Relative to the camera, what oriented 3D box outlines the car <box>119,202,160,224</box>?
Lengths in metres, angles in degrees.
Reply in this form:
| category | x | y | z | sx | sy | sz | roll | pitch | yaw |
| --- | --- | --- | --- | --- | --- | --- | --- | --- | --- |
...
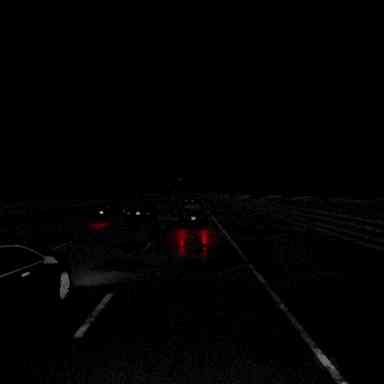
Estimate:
| category | x | y | z | sx | sy | sz | roll | pitch | yaw |
| --- | --- | --- | --- | --- | --- | --- | --- | --- | --- |
| car | -3.419 | 1.405 | 23.582 | 2.033 | 1.411 | 5.357 | 0 | 0 | 0 |

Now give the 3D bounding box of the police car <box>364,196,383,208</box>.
| category | x | y | z | sx | sy | sz | roll | pitch | yaw |
| --- | --- | --- | --- | --- | --- | --- | --- | --- | --- |
| police car | 25.515 | 1.361 | 44.534 | 1.930 | 1.638 | 5.238 | 0 | 0 | -22 |

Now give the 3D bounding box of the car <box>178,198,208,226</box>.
| category | x | y | z | sx | sy | sz | roll | pitch | yaw |
| --- | --- | --- | --- | --- | --- | --- | --- | --- | --- |
| car | 0.079 | 1.391 | 22.235 | 1.812 | 1.442 | 4.674 | 0 | 0 | 0 |

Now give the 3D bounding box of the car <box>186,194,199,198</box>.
| category | x | y | z | sx | sy | sz | roll | pitch | yaw |
| --- | --- | --- | --- | --- | --- | --- | --- | --- | --- |
| car | 0.063 | 1.126 | 41.213 | 2.097 | 1.767 | 4.553 | 0 | 0 | 0 |

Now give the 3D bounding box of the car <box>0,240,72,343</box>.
| category | x | y | z | sx | sy | sz | roll | pitch | yaw |
| --- | --- | --- | --- | --- | --- | --- | --- | --- | --- |
| car | -3.409 | 1.472 | 5.033 | 1.837 | 1.490 | 4.892 | 0 | 0 | 0 |

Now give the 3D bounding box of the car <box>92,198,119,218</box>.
| category | x | y | z | sx | sy | sz | roll | pitch | yaw |
| --- | --- | --- | --- | --- | --- | --- | --- | --- | --- |
| car | -6.931 | 1.305 | 27.928 | 1.837 | 1.490 | 4.892 | 0 | 0 | 0 |
